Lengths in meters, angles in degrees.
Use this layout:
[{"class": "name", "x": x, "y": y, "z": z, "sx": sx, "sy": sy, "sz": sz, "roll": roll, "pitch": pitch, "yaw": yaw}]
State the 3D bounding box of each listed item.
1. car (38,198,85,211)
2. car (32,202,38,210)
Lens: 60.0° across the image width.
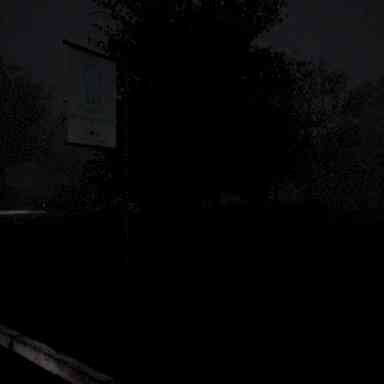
[{"class": "car", "x": -15.417, "y": 1.590, "z": 40.074, "sx": 1.895, "sy": 1.301, "sz": 4.718, "roll": 0, "pitch": 0, "yaw": 39}, {"class": "car", "x": -17.914, "y": 1.479, "z": 42.562, "sx": 2.128, "sy": 1.511, "sz": 4.902, "roll": 0, "pitch": 0, "yaw": 38}]
